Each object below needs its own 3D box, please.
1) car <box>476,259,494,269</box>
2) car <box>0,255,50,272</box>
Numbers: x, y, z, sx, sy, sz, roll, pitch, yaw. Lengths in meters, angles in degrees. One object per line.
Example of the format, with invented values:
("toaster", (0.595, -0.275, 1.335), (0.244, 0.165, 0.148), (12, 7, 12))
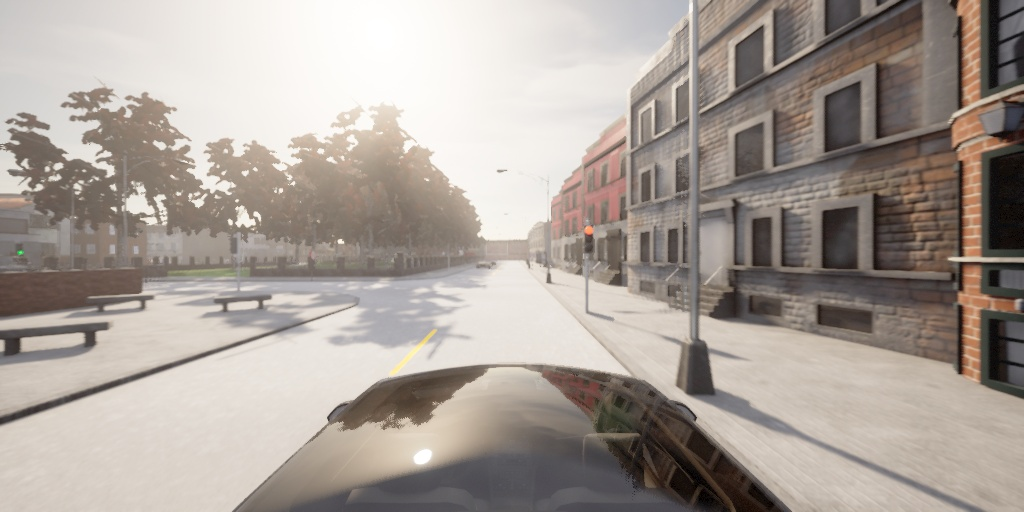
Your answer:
("car", (-4.070, 1.207, 51.994), (1.994, 1.385, 4.181), (0, 0, 0))
("car", (-30.775, 0.930, 21.182), (5.566, 2.045, 2.150), (0, 0, 0))
